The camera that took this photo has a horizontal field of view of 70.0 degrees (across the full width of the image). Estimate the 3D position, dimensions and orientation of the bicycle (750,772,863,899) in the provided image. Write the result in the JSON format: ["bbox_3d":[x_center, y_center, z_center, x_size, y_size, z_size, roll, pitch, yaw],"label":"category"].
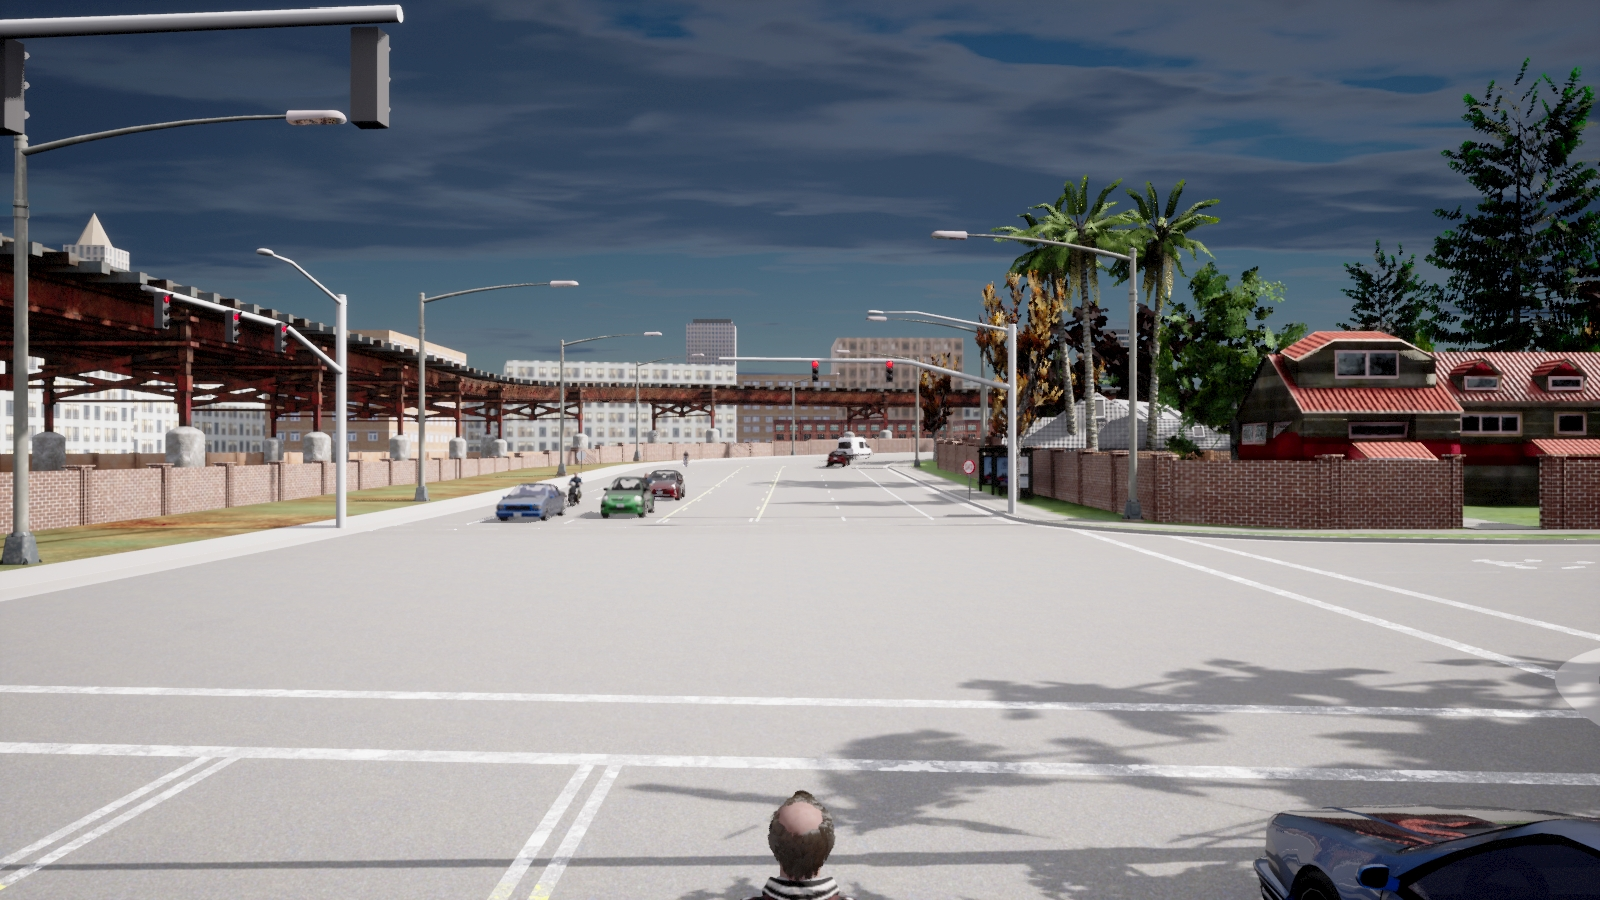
[{"bbox_3d":[0.019,2.048,3.681,0.329,1.496,1.835,0,0,0],"label":"bicycle"}]

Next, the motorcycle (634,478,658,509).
[{"bbox_3d":[-7.049,1.975,52.325,0.856,1.341,1.805,0,1,0],"label":"motorcycle"}]

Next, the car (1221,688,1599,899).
[{"bbox_3d":[3.467,2.106,4.038,2.033,1.411,5.357,0,0,1],"label":"car"}]

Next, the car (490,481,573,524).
[{"bbox_3d":[-10.528,2.027,45.240,2.033,1.411,5.357,0,0,0],"label":"car"}]

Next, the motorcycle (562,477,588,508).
[{"bbox_3d":[-10.495,1.967,53.365,0.856,1.341,1.805,0,1,0],"label":"motorcycle"}]

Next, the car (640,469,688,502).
[{"bbox_3d":[-7.040,1.804,59.540,2.007,1.525,4.514,0,1,0],"label":"car"}]

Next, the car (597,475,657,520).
[{"bbox_3d":[-7.028,1.909,46.734,1.851,1.617,3.988,0,0,0],"label":"car"}]
